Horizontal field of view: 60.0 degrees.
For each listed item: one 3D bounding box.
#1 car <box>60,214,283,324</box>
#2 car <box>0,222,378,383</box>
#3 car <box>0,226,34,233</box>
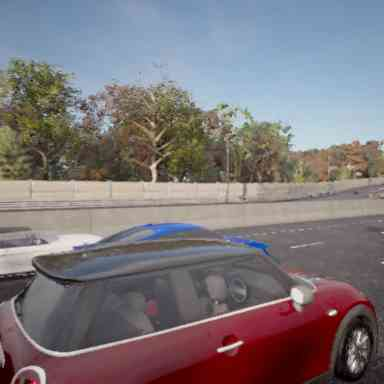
[{"bbox_3d":[-0.249,1.455,7.865,5.008,1.535,1.882,0,0,-36],"label":"car"},{"bbox_3d":[0.187,1.340,3.880,4.553,1.767,2.097,0,0,-36],"label":"car"},{"bbox_3d":[-4.584,1.593,9.076,4.718,1.301,1.895,0,0,-35],"label":"car"}]
